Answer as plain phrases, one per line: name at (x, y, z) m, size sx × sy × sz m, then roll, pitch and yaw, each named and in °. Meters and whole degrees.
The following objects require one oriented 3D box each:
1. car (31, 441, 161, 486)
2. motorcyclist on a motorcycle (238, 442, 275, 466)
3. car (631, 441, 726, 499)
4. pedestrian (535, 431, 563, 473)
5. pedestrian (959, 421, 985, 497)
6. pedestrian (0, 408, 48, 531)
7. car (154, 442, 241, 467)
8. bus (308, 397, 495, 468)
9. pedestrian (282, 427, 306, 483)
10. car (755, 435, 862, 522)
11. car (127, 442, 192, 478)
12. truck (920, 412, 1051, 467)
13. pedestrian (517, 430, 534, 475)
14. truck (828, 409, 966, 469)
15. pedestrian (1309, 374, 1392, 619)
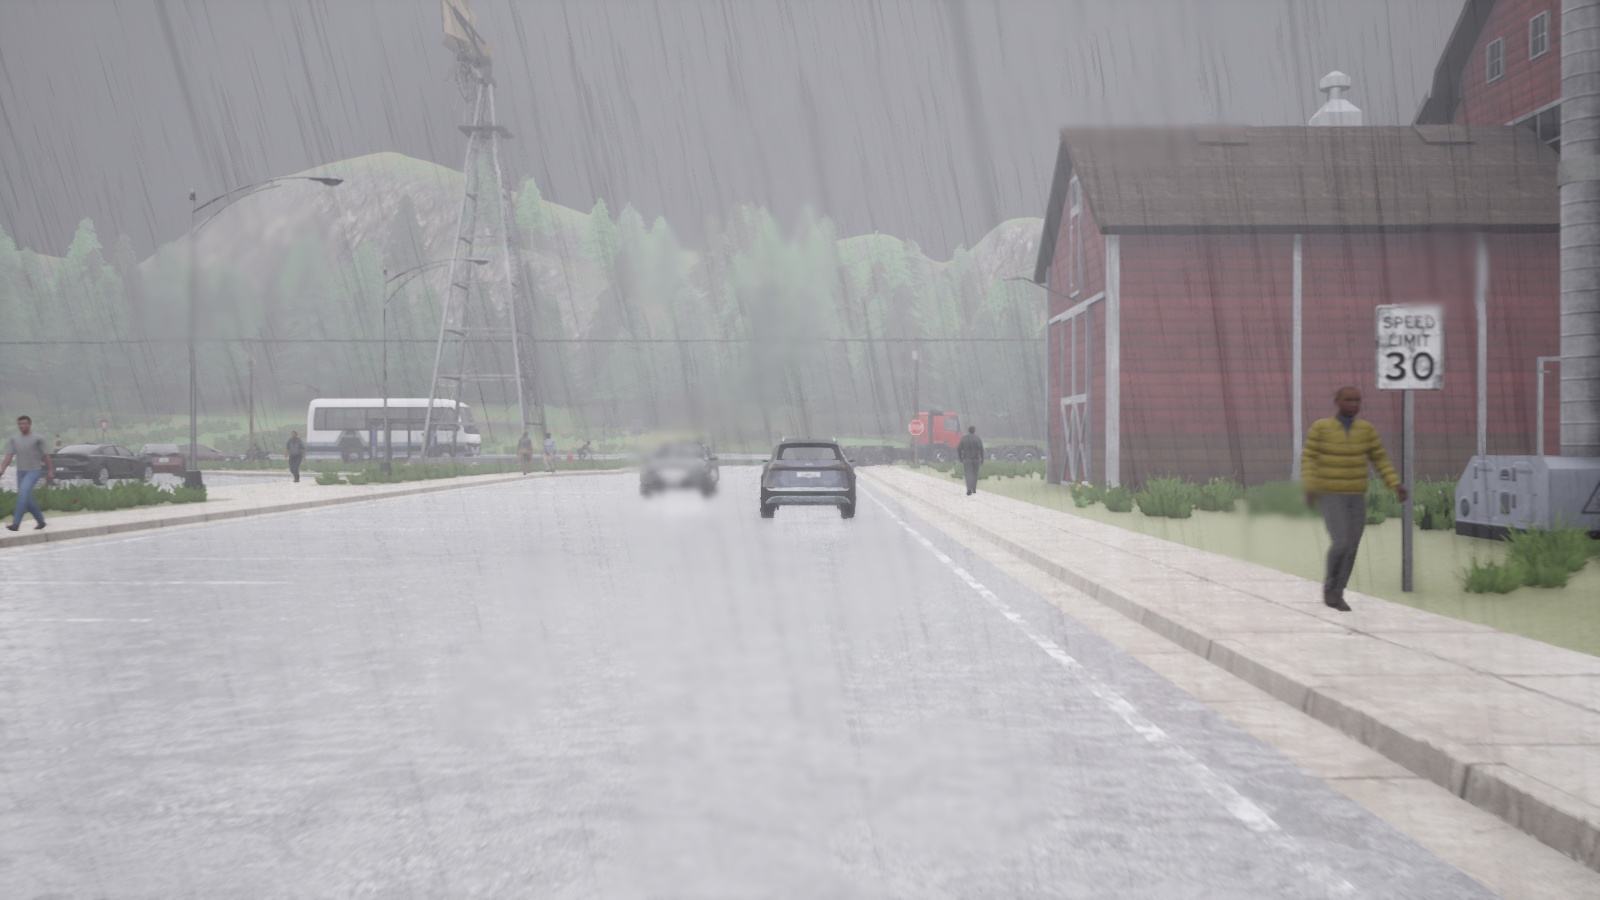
car at (-25.572, 0.445, 45.833) m, size 1.882 × 1.535 × 5.008 m, roll 0°, pitch 0°, yaw 1°
motorcyclist on a motorcycle at (-35.120, 0.243, 81.221) m, size 2.044 × 1.523 × 0.797 m, roll 0°, pitch 0°, yaw 1°
car at (-3.274, 0.504, 34.820) m, size 2.128 × 1.511 × 4.902 m, roll 0°, pitch 0°, yaw 0°
pedestrian at (-11.118, 0.079, 55.671) m, size 0.874 × 1.855 × 0.900 m, roll 0°, pitch 0°, yaw 26°
pedestrian at (4.360, 0.226, 31.817) m, size 0.563 × 1.883 × 0.849 m, roll 0°, pitch 0°, yaw 15°
pedestrian at (-11.802, 0.285, 19.047) m, size 0.354 × 1.836 × 0.706 m, roll 0°, pitch 0°, yaw -1°
car at (-37.023, 0.281, 77.232) m, size 4.792 × 1.488 × 2.163 m, roll 0°, pitch 0°, yaw -26°
bus at (-24.447, -1.086, 77.461) m, size 10.273 × 4.253 × 3.944 m, roll 0°, pitch 0°, yaw 1°
pedestrian at (-16.801, 0.152, 41.711) m, size 0.540 × 1.848 × 0.694 m, roll 0°, pitch 0°, yaw -2°
car at (0.176, 0.528, 26.395) m, size 2.033 × 1.649 × 4.856 m, roll 0°, pitch 0°, yaw 0°
car at (-28.058, 0.414, 54.926) m, size 2.163 × 1.488 × 4.792 m, roll 0°, pitch 0°, yaw -31°
truck at (11.760, -0.678, 80.112) m, size 7.936 × 3.462 × 2.891 m, roll 0°, pitch 0°, yaw 1°
pedestrian at (-11.298, 0.101, 51.688) m, size 0.540 × 1.848 × 0.694 m, roll 0°, pitch 0°, yaw 2°
truck at (5.888, -0.658, 75.869) m, size 7.936 × 3.462 × 2.891 m, roll 0°, pitch 0°, yaw -25°
pedestrian at (4.279, 0.350, 9.784) m, size 0.370 × 1.835 × 0.726 m, roll 0°, pitch 0°, yaw 5°
